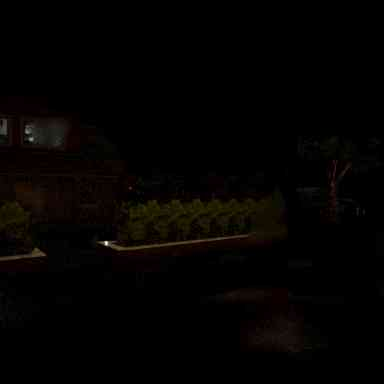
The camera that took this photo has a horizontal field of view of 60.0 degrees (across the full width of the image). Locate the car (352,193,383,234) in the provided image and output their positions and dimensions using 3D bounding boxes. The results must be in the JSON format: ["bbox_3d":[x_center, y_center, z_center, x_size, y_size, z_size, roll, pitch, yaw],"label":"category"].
[{"bbox_3d":[11.788,1.223,17.339,5.566,2.045,2.150,0,0,44],"label":"car"}]

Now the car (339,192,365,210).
[{"bbox_3d":[17.447,0.985,36.215,3.866,1.878,1.905,0,0,0],"label":"car"}]
